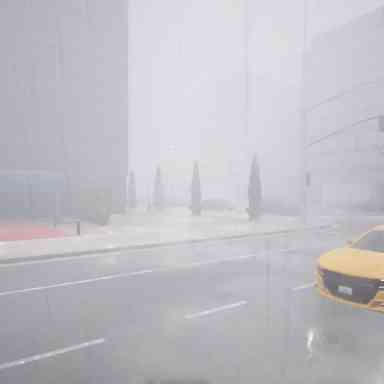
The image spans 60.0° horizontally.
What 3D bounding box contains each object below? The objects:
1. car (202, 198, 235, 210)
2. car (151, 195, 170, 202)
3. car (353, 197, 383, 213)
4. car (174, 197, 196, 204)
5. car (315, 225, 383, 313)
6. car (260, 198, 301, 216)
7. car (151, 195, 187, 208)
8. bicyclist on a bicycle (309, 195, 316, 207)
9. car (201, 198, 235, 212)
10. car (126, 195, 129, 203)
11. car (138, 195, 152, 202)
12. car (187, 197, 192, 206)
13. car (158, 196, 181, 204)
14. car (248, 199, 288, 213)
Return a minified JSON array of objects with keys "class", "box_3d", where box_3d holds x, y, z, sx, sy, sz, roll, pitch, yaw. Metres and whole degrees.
[{"class":"car","box_3d":[3.539,1.526,45.059,1.812,1.442,4.674,0,0,-35]},{"class":"car","box_3d":[-6.801,1.384,72.375,1.882,1.535,5.008,0,0,-35]},{"class":"car","box_3d":[19.412,1.352,34.830,2.097,1.767,4.553,0,0,-35]},{"class":"car","box_3d":[-1.424,1.601,64.736,1.895,1.301,4.718,0,0,-34]},{"class":"car","box_3d":[4.773,1.477,7.392,5.008,1.535,1.882,0,0,-35]},{"class":"car","box_3d":[8.219,1.352,32.185,2.097,1.767,4.553,0,0,-35]},{"class":"car","box_3d":[-3.471,1.546,49.014,2.033,1.411,5.357,0,0,-35]},{"class":"bicyclist on a bicycle","box_3d":[16.964,1.301,46.732,1.656,1.620,0.582,0,0,-35]},{"class":"car","box_3d":[3.026,1.491,39.661,2.128,1.511,4.902,0,0,-35]},{"class":"car","box_3d":[-12.331,1.330,61.933,1.812,1.442,4.674,0,0,-35]},{"class":"car","box_3d":[-9.676,1.384,70.378,1.882,1.535,5.008,0,0,-35]},{"class":"car","box_3d":[-2.179,1.601,53.302,1.895,1.301,4.718,0,0,-35]},{"class":"car","box_3d":[-4.210,1.491,62.608,2.128,1.511,4.902,0,0,-34]},{"class":"car","box_3d":[8.535,1.564,37.866,1.994,1.385,4.181,0,0,-35]}]
